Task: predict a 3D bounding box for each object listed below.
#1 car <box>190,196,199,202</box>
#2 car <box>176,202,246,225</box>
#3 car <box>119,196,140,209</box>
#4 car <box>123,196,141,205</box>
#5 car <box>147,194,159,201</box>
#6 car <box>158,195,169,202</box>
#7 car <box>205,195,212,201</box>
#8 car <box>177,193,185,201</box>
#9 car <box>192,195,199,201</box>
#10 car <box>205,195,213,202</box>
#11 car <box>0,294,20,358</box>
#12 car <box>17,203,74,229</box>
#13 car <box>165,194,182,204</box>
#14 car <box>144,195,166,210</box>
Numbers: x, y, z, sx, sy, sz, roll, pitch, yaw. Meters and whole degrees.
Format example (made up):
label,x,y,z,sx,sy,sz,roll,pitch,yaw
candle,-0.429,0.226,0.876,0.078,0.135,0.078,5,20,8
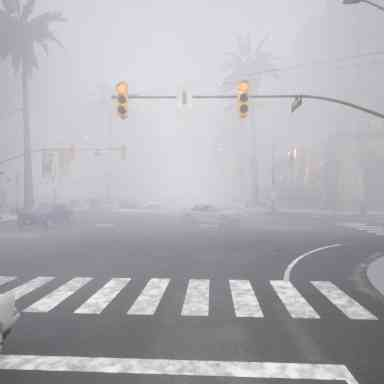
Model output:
label,x,y,z,sx,sy,sz,roll,pitch,yaw
car,0.513,1.537,77.923,2.033,1.411,5.357,0,0,2
car,1.439,1.600,24.105,4.718,1.301,1.895,0,0,33
car,-8.361,1.563,44.341,1.994,1.385,4.181,0,0,3
car,-10.662,1.512,59.574,2.161,1.482,4.786,0,0,2
car,-9.447,1.353,81.472,2.185,1.767,4.553,0,0,2
car,-6.583,1.494,76.081,1.837,1.490,4.892,0,0,3
car,4.441,1.490,88.180,1.837,1.490,4.892,0,0,2
car,-2.851,1.161,81.283,2.150,2.045,5.566,0,0,2
car,0.945,1.585,88.355,1.895,1.301,4.718,0,0,2
car,4.007,1.535,77.722,2.033,1.411,5.357,0,0,2
car,-3.436,1.601,2.542,1.895,1.301,4.718,0,0,3
car,-9.529,1.477,22.015,1.882,1.535,5.008,0,0,3
car,-3.657,1.546,65.961,2.033,1.411,5.357,0,0,4
car,-4.901,1.525,43.502,1.812,1.442,4.674,0,0,3
